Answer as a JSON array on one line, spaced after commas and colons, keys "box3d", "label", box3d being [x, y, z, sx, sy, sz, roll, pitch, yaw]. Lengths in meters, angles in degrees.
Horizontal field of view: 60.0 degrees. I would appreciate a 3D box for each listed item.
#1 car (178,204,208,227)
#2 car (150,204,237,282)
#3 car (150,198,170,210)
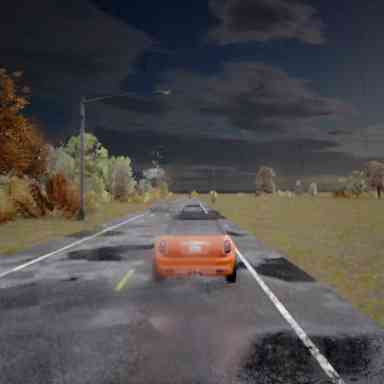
[{"box3d": [0.081, 1.673, 24.930, 2.033, 1.411, 5.357, 0, 0, 0], "label": "car"}, {"box3d": [0.082, 1.402, 10.112, 2.097, 1.767, 4.553, 0, 0, 0], "label": "car"}, {"box3d": [-3.599, 1.546, 38.564, 2.097, 1.767, 4.553, 0, 0, 0], "label": "car"}]
